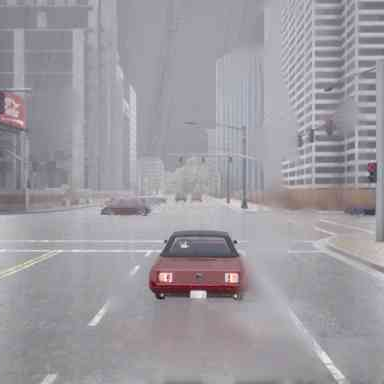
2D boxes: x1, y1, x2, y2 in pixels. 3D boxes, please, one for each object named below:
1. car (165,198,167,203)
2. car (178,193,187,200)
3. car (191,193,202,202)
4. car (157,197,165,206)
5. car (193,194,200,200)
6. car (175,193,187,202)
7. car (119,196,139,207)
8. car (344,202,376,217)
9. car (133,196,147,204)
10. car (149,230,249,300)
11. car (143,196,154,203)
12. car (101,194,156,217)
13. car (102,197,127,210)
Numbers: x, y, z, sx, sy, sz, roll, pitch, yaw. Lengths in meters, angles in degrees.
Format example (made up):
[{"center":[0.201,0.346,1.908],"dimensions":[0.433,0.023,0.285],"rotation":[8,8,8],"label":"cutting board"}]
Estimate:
[{"center":[-6.107,1.601,65.939],"dimensions":[1.895,1.301,4.718],"rotation":[0,0,1],"label":"car"},{"center":[-2.319,1.184,84.106],"dimensions":[2.097,1.767,4.553],"rotation":[0,0,1],"label":"car"},{"center":[1.029,1.216,73.416],"dimensions":[2.150,2.045,5.566],"rotation":[0,0,1],"label":"car"},{"center":[-6.304,1.491,55.841],"dimensions":[2.128,1.511,4.902],"rotation":[0,0,1],"label":"car"},{"center":[1.181,1.353,84.086],"dimensions":[1.812,1.442,4.674],"rotation":[0,0,1],"label":"car"},{"center":[-2.471,1.216,73.466],"dimensions":[2.150,2.045,5.566],"rotation":[0,0,1],"label":"car"},{"center":[-9.857,1.491,52.704],"dimensions":[2.128,1.511,4.902],"rotation":[0,0,1],"label":"car"},{"center":[16.538,1.600,30.469],"dimensions":[4.718,1.301,1.895],"rotation":[0,0,1],"label":"car"},{"center":[-9.688,1.525,62.104],"dimensions":[1.812,1.442,4.674],"rotation":[0,0,1],"label":"car"},{"center":[0.214,1.601,8.344],"dimensions":[1.895,1.301,4.718],"rotation":[0,0,2],"label":"car"},{"center":[-9.485,1.524,72.514],"dimensions":[1.812,1.442,4.674],"rotation":[0,0,1],"label":"car"},{"center":[-6.002,1.351,30.671],"dimensions":[4.553,1.767,2.097],"rotation":[0,0,0],"label":"car"},{"center":[-9.995,1.491,43.276],"dimensions":[2.128,1.511,4.902],"rotation":[0,0,1],"label":"car"}]
